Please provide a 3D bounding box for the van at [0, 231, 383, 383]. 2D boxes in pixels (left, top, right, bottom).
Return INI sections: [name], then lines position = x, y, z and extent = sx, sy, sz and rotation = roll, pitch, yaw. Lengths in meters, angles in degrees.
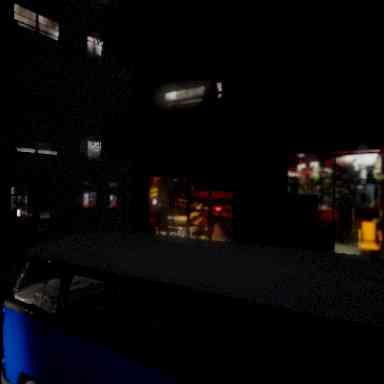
[van]
position = -0.083, 1.338, 2.917
extent = 3.998, 1.788, 1.690
rotation = 0, 1, 35
